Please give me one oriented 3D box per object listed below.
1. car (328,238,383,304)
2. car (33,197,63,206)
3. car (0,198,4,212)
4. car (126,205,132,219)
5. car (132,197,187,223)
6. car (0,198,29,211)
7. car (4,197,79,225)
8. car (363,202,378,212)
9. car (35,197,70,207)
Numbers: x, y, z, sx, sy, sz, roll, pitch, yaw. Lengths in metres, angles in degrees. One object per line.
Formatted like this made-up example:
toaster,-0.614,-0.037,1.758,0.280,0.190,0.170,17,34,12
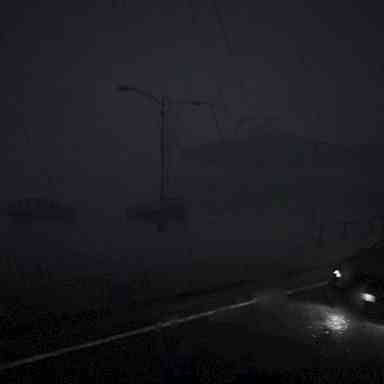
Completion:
car,5.488,1.612,7.794,5.357,1.411,2.033,1,0,-35
car,-25.578,1.627,59.132,4.514,1.523,2.007,1,0,-36
car,-17.250,1.531,34.370,4.514,1.523,2.007,1,0,-36
car,-3.701,1.651,28.805,3.806,1.475,1.970,1,0,-36
car,-2.258,1.362,25.748,3.866,1.878,1.905,1,0,-36
car,-23.039,1.553,42.515,3.633,1.501,1.845,1,0,-36
car,-10.567,1.326,23.833,4.605,1.855,1.932,1,0,-36
car,25.687,2.012,45.117,2.242,1.667,4.611,1,0,-36
car,-23.707,1.618,56.613,5.027,1.636,2.152,1,0,-36
